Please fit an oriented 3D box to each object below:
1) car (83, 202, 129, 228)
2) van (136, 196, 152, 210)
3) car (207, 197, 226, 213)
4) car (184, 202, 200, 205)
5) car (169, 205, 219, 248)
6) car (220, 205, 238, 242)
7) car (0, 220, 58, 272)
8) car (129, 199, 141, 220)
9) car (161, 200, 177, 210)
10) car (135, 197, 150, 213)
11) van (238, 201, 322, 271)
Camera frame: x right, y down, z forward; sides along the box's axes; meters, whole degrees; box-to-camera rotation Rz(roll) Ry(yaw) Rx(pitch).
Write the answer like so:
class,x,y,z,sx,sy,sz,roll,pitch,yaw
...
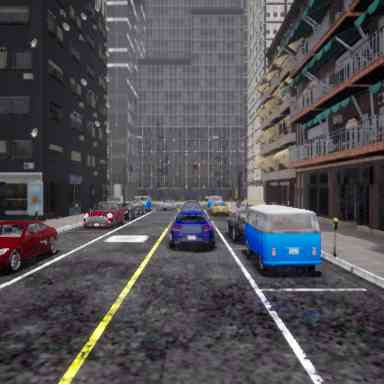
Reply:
class,x,y,z,sx,sy,sz,roll,pitch,yaw
car,-5.702,1.435,21.830,1.967,1.590,4.097,-1,0,0
van,-5.703,1.334,38.636,1.690,1.788,3.998,-1,0,0
car,2.679,1.519,33.175,1.752,1.417,4.829,-1,0,0
car,0.000,1.558,29.653,2.033,1.411,5.357,0,0,0
car,0.000,1.529,14.651,1.812,1.442,4.674,0,0,0
car,2.680,1.546,16.200,2.008,1.369,4.403,-1,0,0
car,-5.700,1.578,10.626,1.802,1.307,4.206,-1,0,0
car,-5.700,1.560,27.431,1.947,1.339,4.313,-1,0,0
car,-3.000,1.660,43.255,1.895,1.301,4.718,0,0,0
car,-5.701,1.544,33.034,2.008,1.369,4.403,-1,0,0
van,2.677,1.337,10.597,1.690,1.788,3.998,-1,0,0
